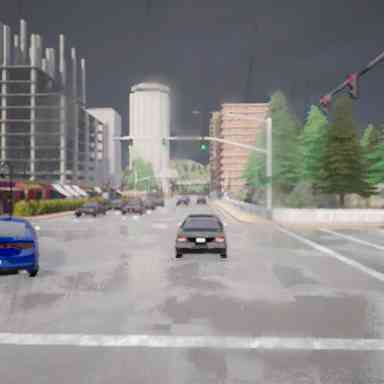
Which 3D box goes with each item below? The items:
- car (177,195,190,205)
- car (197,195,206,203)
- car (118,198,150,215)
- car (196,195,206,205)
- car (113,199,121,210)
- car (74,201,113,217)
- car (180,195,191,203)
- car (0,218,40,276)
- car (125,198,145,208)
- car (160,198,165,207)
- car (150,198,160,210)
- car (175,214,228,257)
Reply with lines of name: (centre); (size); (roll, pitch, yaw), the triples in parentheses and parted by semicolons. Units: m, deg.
car: (-1.655, 1.669, 60.175); (1.812, 1.442, 4.674); (0, 0, 2)
car: (2.059, 1.498, 72.659); (1.837, 1.490, 4.892); (0, 0, 1)
car: (-6.018, 1.648, 35.046); (1.994, 1.385, 4.181); (0, 0, 2)
car: (1.819, 1.655, 63.442); (1.837, 1.490, 4.892); (0, 0, 1)
car: (-9.326, 1.649, 42.295); (2.033, 1.411, 5.357); (0, 0, 2)
car: (-9.596, 1.625, 32.254); (2.033, 1.411, 5.357); (0, 0, 1)
car: (-1.440, 1.528, 72.747); (2.097, 1.767, 4.553); (0, 0, 1)
car: (-5.698, 1.502, 9.988); (1.882, 1.535, 5.008); (1, -1, -26)
car: (-8.995, 1.674, 52.843); (2.033, 1.411, 5.357); (0, 0, 2)
car: (-5.479, 1.691, 53.362); (1.994, 1.385, 4.181); (0, 0, 2)
car: (-5.789, 1.668, 43.410); (1.994, 1.385, 4.181); (0, 0, 2)
car: (0.399, 1.578, 13.013); (2.033, 1.411, 5.357); (0, 0, 3)
